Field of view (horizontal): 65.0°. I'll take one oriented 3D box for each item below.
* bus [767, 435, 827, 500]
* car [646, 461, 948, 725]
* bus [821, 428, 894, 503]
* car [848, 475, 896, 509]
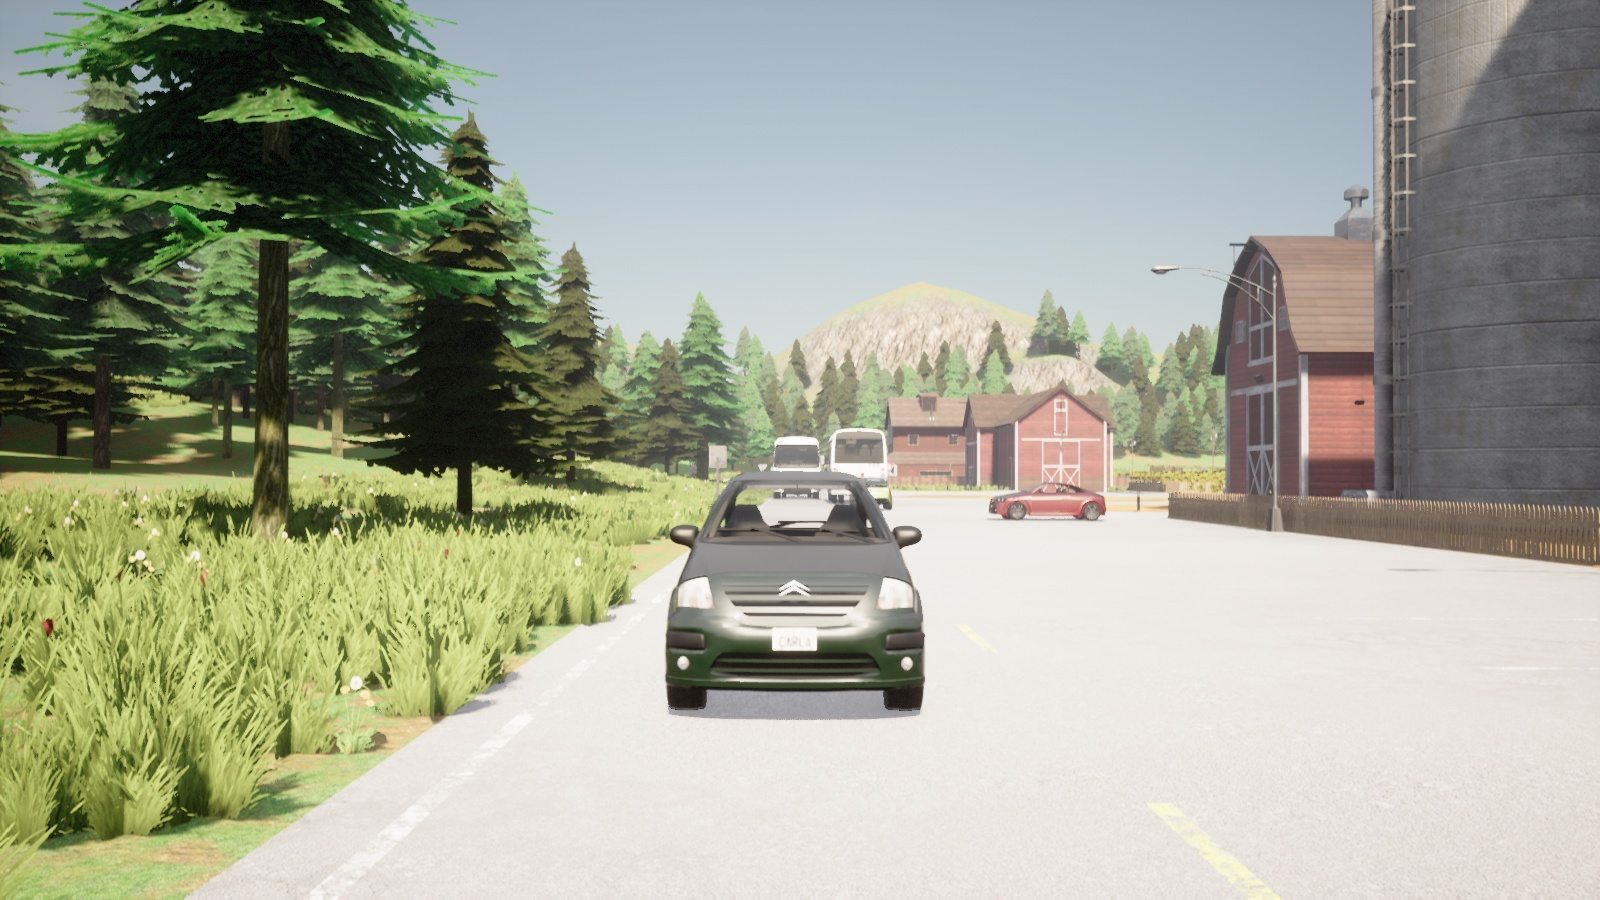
[{"bbox_3d":[-0.213,1.249,88.124,3.944,4.253,10.273,0,-1,0],"label":"bus"},{"bbox_3d":[-0.024,0.918,9.716,1.851,1.617,3.988,0,-1,0],"label":"car"},{"bbox_3d":[3.316,0.985,75.947,3.944,4.253,10.273,0,-1,0],"label":"bus"},{"bbox_3d":[3.360,1.969,59.377,2.007,1.525,4.514,0,-1,0],"label":"car"}]
